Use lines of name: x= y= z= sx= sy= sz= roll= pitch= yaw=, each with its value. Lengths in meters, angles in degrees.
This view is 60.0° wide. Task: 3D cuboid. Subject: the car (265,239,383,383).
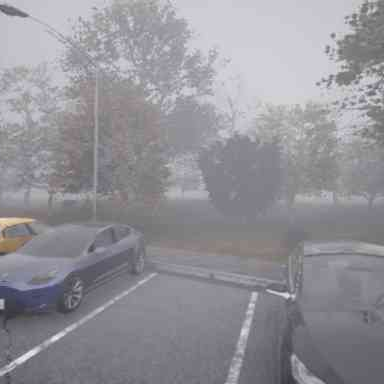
car: x=2.168 y=1.487 z=4.570 sx=2.231 sy=1.521 sz=4.892 roll=1 pitch=-1 yaw=15

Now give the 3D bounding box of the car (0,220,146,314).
car: x=-2.708 y=1.511 z=7.954 sx=2.163 sy=1.488 sz=4.792 roll=1 pitch=-1 yaw=15

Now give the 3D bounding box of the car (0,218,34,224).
car: x=-5.145 y=1.482 z=9.676 sx=2.097 sy=1.535 sz=5.008 roll=0 pitch=-1 yaw=15
